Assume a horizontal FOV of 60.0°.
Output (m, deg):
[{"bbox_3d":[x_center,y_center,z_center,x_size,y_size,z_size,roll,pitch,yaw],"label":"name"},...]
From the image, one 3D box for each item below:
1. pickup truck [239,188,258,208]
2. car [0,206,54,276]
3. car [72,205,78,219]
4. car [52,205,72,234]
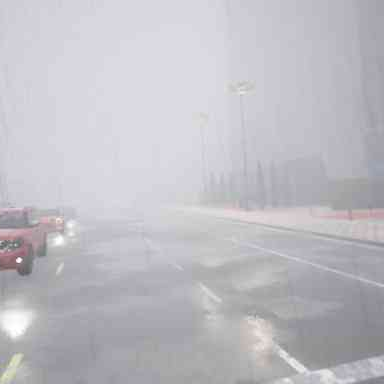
[{"bbox_3d":[6.807,0.639,38.151,2.390,2.098,6.274,-3,0,14],"label":"pickup truck"},{"bbox_3d":[-6.463,1.576,11.548,2.150,2.045,5.566,-3,0,-16],"label":"car"},{"bbox_3d":[-13.625,2.232,36.374,2.128,1.511,4.902,-3,0,-16],"label":"car"},{"bbox_3d":[-9.647,1.878,22.516,2.097,1.767,4.553,-3,0,-16],"label":"car"}]
